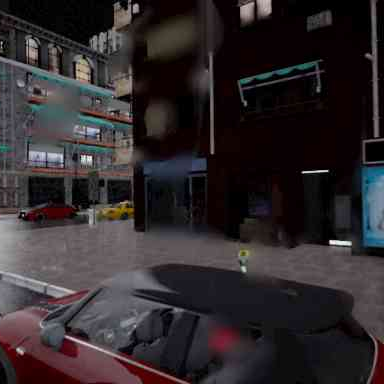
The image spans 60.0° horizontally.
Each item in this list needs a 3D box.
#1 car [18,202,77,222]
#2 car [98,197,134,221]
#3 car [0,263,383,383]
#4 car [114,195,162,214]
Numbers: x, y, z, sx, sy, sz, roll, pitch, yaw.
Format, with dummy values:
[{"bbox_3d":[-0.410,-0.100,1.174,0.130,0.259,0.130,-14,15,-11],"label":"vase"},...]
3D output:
[{"bbox_3d":[-11.016,1.491,25.593,1.994,1.385,4.181,-1,0,36],"label":"car"},{"bbox_3d":[-4.594,1.313,24.539,1.752,1.417,4.829,-1,0,36],"label":"car"},{"bbox_3d":[-0.325,1.444,3.183,4.097,1.590,1.967,0,-1,36],"label":"car"},{"bbox_3d":[-5.318,1.192,33.336,2.097,1.767,4.553,-1,0,37],"label":"car"}]
